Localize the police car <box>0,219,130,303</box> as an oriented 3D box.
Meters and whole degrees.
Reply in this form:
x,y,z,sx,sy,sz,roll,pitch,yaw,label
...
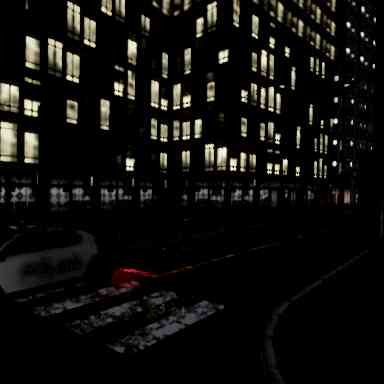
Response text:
x,y,z,sx,sy,sz,roll,pitch,yaw,label
-3.747,1.428,7.081,2.038,1.542,4.974,2,1,37,police car
